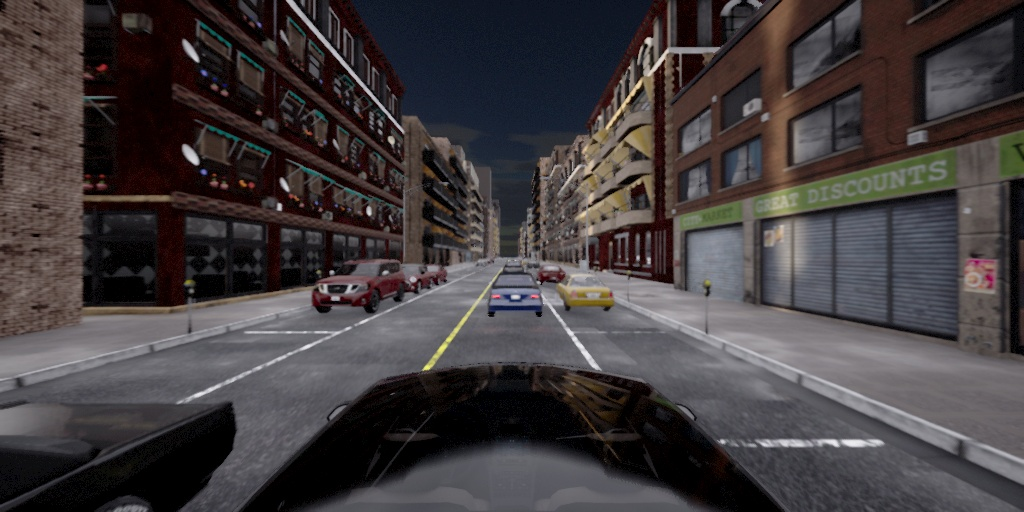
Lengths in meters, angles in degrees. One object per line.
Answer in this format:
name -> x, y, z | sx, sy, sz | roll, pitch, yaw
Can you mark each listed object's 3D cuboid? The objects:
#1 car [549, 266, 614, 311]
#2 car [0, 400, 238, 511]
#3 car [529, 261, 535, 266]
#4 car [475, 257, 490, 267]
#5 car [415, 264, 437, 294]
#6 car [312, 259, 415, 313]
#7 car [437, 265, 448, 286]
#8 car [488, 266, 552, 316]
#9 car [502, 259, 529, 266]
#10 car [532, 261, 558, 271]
car -> 2.695, 1.265, 14.222 | 1.751, 1.417, 4.829 | 0, 0, 0
car -> -3.101, 1.351, 0.568 | 1.895, 1.301, 4.718 | 0, 0, 0
car -> 2.713, 1.260, 47.869 | 2.007, 1.370, 4.403 | 0, 0, 0
car -> -5.659, 1.242, 64.786 | 2.007, 1.370, 4.403 | 0, 0, 0
car -> -5.683, 1.174, 19.696 | 1.967, 1.591, 4.097 | 0, 0, 0
car -> -5.685, 1.054, 14.060 | 2.192, 1.841, 5.009 | 0, 0, 0
car -> -5.679, 1.274, 25.333 | 1.888, 1.381, 4.507 | 0, 0, 0
car -> 0.106, 1.288, 13.336 | 2.033, 1.411, 5.357 | 0, 0, 0
car -> 0.116, 1.215, 31.995 | 2.128, 1.511, 4.902 | 0, 0, 0
car -> 2.701, 1.275, 25.324 | 1.888, 1.381, 4.507 | 0, 0, 0
